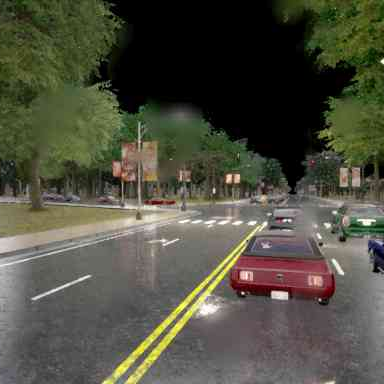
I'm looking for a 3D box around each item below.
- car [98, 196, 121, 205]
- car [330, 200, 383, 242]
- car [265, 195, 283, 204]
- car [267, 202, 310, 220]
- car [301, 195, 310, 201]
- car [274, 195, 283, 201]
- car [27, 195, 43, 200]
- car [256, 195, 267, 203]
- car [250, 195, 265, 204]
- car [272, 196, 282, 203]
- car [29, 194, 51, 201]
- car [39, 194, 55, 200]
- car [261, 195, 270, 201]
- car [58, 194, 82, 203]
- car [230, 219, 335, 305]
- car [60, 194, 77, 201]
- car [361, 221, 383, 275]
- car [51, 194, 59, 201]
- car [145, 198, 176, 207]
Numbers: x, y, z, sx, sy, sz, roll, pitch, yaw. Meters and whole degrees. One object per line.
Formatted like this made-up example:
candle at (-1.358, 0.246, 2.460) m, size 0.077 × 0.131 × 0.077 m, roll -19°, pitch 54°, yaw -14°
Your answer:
car at (-14.292, 1.374, 57.383) m, size 4.674 × 1.442 × 1.812 m, roll 1°, pitch 0°, yaw 39°
car at (8.055, 1.352, 16.197) m, size 2.097 × 1.767 × 4.553 m, roll 0°, pitch 0°, yaw 17°
car at (15.392, 1.554, 62.591) m, size 2.033 × 1.411 × 5.357 m, roll 0°, pitch 0°, yaw 18°
car at (4.920, 1.505, 17.065) m, size 1.837 × 1.490 × 4.892 m, roll 0°, pitch 0°, yaw 17°
car at (30.633, 1.520, 89.862) m, size 1.837 × 1.490 × 4.892 m, roll 0°, pitch 0°, yaw 17°
car at (21.506, 1.489, 82.308) m, size 1.882 × 1.535 × 5.008 m, roll 0°, pitch 0°, yaw 17°
car at (-39.090, 1.298, 82.629) m, size 4.718 × 1.301 × 1.895 m, roll 0°, pitch 0°, yaw 40°
car at (15.263, 1.486, 73.076) m, size 1.882 × 1.535 × 5.008 m, roll 0°, pitch 0°, yaw 17°
car at (12.317, 1.554, 63.633) m, size 2.033 × 1.411 × 5.357 m, roll 0°, pitch 0°, yaw 18°
car at (18.455, 1.604, 72.396) m, size 1.895 × 1.301 × 4.718 m, roll 0°, pitch 0°, yaw 17°
car at (-34.066, 1.207, 74.150) m, size 5.008 × 1.535 × 1.882 m, roll 0°, pitch 0°, yaw 40°
car at (-37.116, 1.225, 85.216) m, size 4.674 × 1.442 × 1.812 m, roll 0°, pitch 0°, yaw 40°
car at (18.285, 1.535, 82.887) m, size 1.812 × 1.442 × 4.674 m, roll 0°, pitch 0°, yaw 17°
car at (-23.500, 1.293, 65.253) m, size 4.902 × 1.511 × 2.128 m, roll 0°, pitch 0°, yaw 40°
car at (2.247, 1.601, 8.200) m, size 1.895 × 1.301 × 4.718 m, roll 0°, pitch 0°, yaw 17°
car at (-29.259, 1.261, 78.600) m, size 4.674 × 1.442 × 1.812 m, roll 0°, pitch 0°, yaw 40°
car at (5.455, 1.601, 7.593) m, size 1.895 × 1.301 × 4.718 m, roll 0°, pitch 0°, yaw 17°
car at (-31.122, 1.264, 75.920) m, size 4.902 × 1.511 × 2.128 m, roll 0°, pitch 0°, yaw 40°
car at (-4.680, 1.510, 49.744) m, size 4.718 × 1.301 × 1.895 m, roll 0°, pitch 0°, yaw 35°
